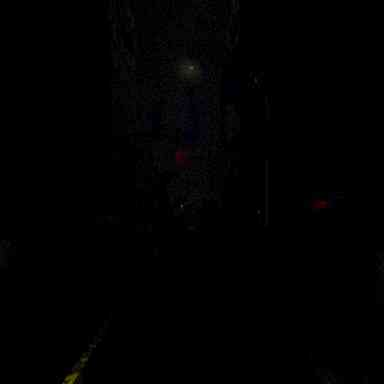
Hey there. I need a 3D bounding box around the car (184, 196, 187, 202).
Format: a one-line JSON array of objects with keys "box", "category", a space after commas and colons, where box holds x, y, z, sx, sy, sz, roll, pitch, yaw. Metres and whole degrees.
[{"box": [-2.399, 1.542, 60.206, 2.033, 1.411, 5.357, 0, 0, 1], "category": "car"}]

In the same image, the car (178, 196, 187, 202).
[{"box": [-2.155, 1.563, 75.298, 1.994, 1.385, 4.181, 0, 0, 1], "category": "car"}]

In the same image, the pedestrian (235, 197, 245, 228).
[{"box": [2.799, 1.135, 19.220, 0.375, 1.860, 0.375, 0, 0, 1], "category": "pedestrian"}]

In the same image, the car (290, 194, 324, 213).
[{"box": [12.456, 1.108, 33.349, 5.009, 1.841, 2.192, -1, 1, 1], "category": "car"}]

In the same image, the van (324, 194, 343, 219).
[{"box": [12.383, 1.197, 24.825, 3.998, 1.788, 1.690, -1, 1, 1], "category": "van"}]

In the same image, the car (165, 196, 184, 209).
[{"box": [-2.580, 1.549, 45.768, 1.994, 1.385, 4.181, 0, 0, 1], "category": "car"}]

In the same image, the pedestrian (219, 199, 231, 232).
[{"box": [1.844, 1.285, 18.632, 0.375, 1.860, 0.375, 0, 0, 1], "category": "pedestrian"}]

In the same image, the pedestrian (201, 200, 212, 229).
[{"box": [0.829, 1.284, 19.843, 0.375, 1.860, 0.375, 0, 0, 1], "category": "pedestrian"}]
